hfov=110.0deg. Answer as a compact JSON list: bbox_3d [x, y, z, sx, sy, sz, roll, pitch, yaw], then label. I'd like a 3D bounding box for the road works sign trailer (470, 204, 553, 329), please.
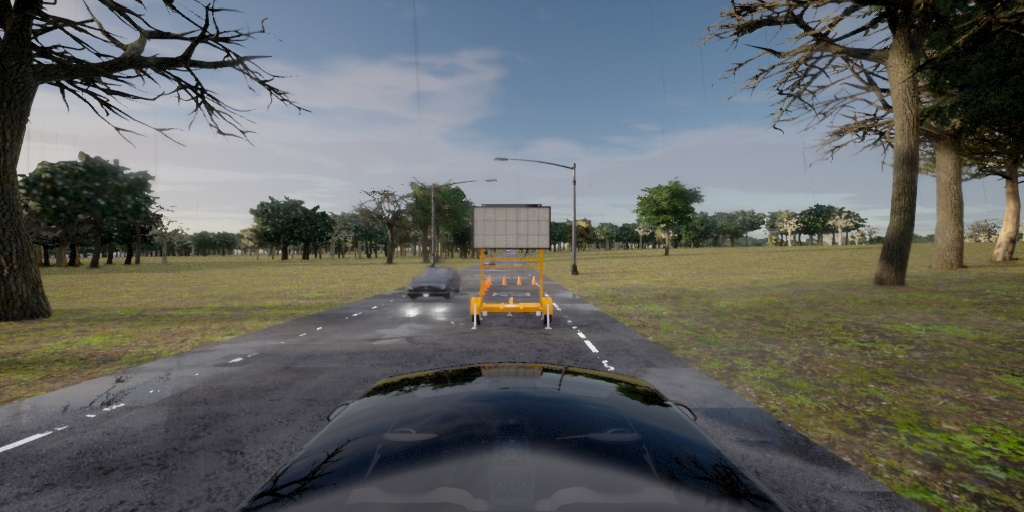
[{"bbox_3d":[-0.010,0.198,11.146,2.380,3.560,2.880,0,0,0],"label":"road works sign trailer"}]

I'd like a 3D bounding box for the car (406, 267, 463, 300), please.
[{"bbox_3d":[-3.615,1.257,17.737,2.033,1.411,5.357,0,0,0],"label":"car"}]

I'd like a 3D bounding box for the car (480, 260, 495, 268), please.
[{"bbox_3d":[-3.553,0.981,52.724,2.128,1.511,4.902,0,0,0],"label":"car"}]
